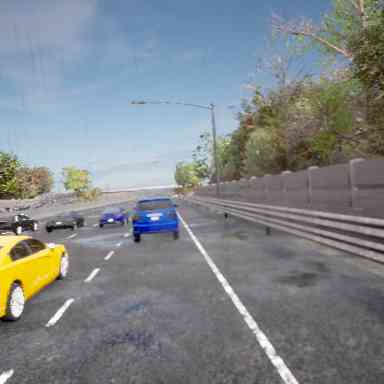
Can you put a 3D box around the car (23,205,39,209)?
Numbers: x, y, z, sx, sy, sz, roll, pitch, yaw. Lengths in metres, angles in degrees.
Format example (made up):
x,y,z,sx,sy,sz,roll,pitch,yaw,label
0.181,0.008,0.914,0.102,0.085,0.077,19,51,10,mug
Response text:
x,y,z,sx,sy,sz,roll,pitch,yaw,label
-34.638,3.713,72.953,1.812,1.442,4.674,-4,0,-5,car

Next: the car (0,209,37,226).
x,y,z,sx,sy,sz,roll,pitch,yaw,label
-12.830,2.324,24.044,1.837,1.490,4.892,-4,0,-5,car

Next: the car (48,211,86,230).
x,y,z,sx,sy,sz,roll,pitch,yaw,label
-9.407,2.131,25.049,1.994,1.385,4.181,-4,0,-5,car

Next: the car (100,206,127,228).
x,y,z,sx,sy,sz,roll,pitch,yaw,label
-5.976,1.841,25.822,1.812,1.442,4.674,-4,0,-5,car

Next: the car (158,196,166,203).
x,y,z,sx,sy,sz,roll,pitch,yaw,label
-7.366,1.747,81.836,1.837,1.490,4.892,-4,0,-5,car

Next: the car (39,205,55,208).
x,y,z,sx,sy,sz,roll,pitch,yaw,label
-31.152,3.530,73.222,1.895,1.301,4.718,-4,0,-5,car

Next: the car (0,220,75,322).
x,y,z,sx,sy,sz,roll,pitch,yaw,label
-4.427,1.760,7.723,1.882,1.535,5.008,-4,0,-5,car

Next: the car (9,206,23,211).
x,y,z,sx,sy,sz,roll,pitch,yaw,label
-38.130,3.797,72.684,2.097,1.767,4.553,-4,0,-5,car

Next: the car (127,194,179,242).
x,y,z,sx,sy,sz,roll,pitch,yaw,label
-1.876,1.275,17.453,2.150,2.045,5.566,-4,0,-5,car
